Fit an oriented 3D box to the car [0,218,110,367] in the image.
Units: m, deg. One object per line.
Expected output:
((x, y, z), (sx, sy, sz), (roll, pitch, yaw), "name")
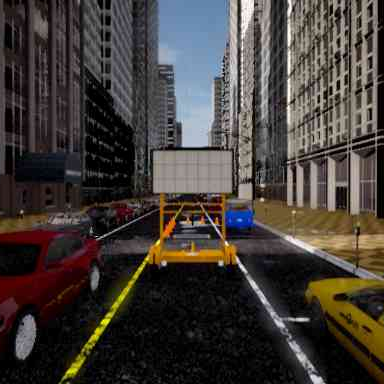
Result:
((-3.102, 1.482, 5.985), (1.882, 1.535, 5.008), (0, 0, 0), "car")

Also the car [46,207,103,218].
((-5.699, 1.562, 14.852), (2.008, 1.369, 4.403), (-1, 0, 0), "car")

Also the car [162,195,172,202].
((-5.708, 1.496, 77.372), (1.967, 1.590, 4.097), (-1, 0, 0), "car")

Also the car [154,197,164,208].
((-5.704, 1.587, 48.954), (2.008, 1.369, 4.403), (-1, 0, 0), "car")

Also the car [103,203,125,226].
((-5.700, 1.581, 20.536), (1.947, 1.339, 4.313), (-1, 0, 0), "car")

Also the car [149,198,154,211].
((-5.702, 1.610, 37.587), (1.802, 1.307, 4.206), (-1, 0, 0), "car")

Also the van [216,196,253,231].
((2.679, 1.357, 20.537), (1.690, 1.788, 3.998), (-1, 0, 0), "van")

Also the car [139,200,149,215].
((-5.702, 1.575, 31.903), (2.008, 1.369, 4.403), (-1, 0, 0), "car")

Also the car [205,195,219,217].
((2.677, 1.339, 31.904), (2.192, 1.841, 5.009), (-1, 0, 0), "car")

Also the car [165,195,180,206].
((-3.028, 1.606, 56.362), (1.994, 1.385, 4.181), (0, 0, 1), "car")

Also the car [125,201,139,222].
((-5.701, 1.564, 26.219), (1.887, 1.381, 4.507), (-1, 0, 0), "car")

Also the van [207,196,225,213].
((2.676, 1.369, 37.588), (1.690, 1.788, 3.998), (-1, 0, 0), "van")

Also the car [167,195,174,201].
((-5.709, 1.589, 88.570), (1.752, 1.417, 4.829), (-1, 0, 0), "car")

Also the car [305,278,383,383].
((2.683, 1.528, 3.656), (1.752, 1.417, 4.829), (-1, 0, 0), "car")

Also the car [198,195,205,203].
((2.675, 1.595, 60.322), (2.008, 1.369, 4.403), (-1, 0, 0), "car")

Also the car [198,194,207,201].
((2.669, 1.379, 88.741), (2.192, 1.841, 5.009), (-1, 0, 0), "car")

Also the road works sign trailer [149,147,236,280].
((0.019, 0.472, 9.909), (2.380, 3.560, 2.880), (0, 0, 0), "road works sign trailer")

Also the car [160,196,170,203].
((-5.707, 1.634, 71.688), (1.802, 1.307, 4.206), (-1, 0, 0), "car")
